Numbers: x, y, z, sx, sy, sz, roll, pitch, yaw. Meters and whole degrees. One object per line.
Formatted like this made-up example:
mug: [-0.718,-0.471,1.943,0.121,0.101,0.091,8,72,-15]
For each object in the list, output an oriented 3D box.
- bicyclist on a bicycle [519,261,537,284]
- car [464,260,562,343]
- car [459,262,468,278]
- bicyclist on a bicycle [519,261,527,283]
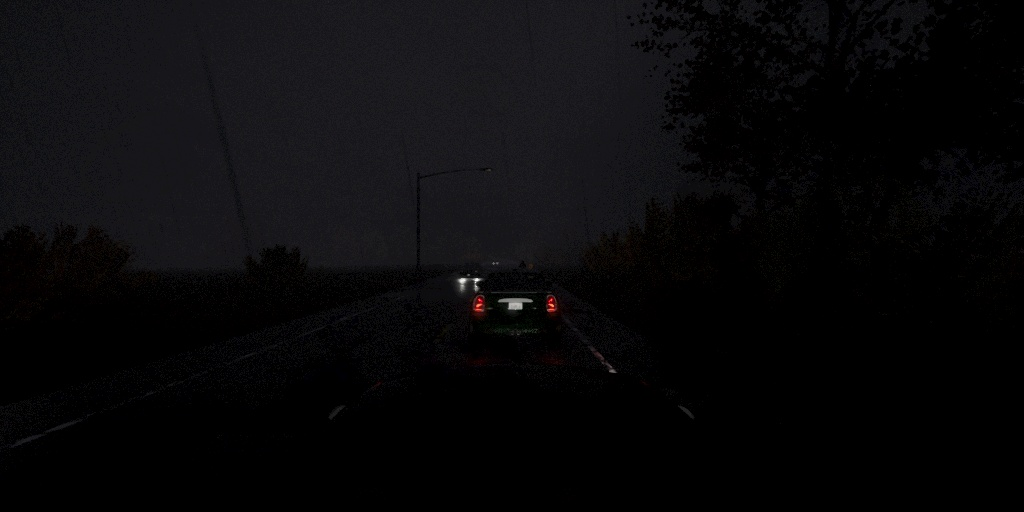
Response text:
bicyclist on a bicycle: [0.893,1.179,17.207,0.866,1.612,1.509,0,0,0]
car: [0.067,1.098,9.862,2.097,1.767,4.553,0,0,0]
car: [-3.805,1.284,34.022,2.033,1.411,5.357,0,0,0]
bicyclist on a bicycle: [0.823,1.191,27.323,0.582,1.620,1.656,0,0,0]
